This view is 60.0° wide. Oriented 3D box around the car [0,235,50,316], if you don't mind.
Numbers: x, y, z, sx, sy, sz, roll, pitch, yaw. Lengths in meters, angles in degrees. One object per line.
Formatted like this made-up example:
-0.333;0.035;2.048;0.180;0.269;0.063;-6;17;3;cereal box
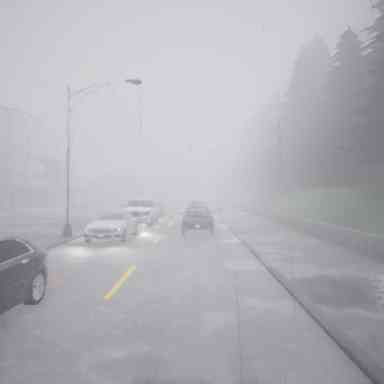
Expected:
-4.048;1.526;5.420;1.837;1.490;4.892;0;-1;1;car

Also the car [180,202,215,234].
0.333;1.619;20.063;2.128;1.511;4.902;0;0;1;car

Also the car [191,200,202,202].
0.636;1.782;44.230;1.837;1.490;4.892;0;-1;1;car

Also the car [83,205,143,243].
-3.897;1.616;16.643;1.812;1.442;4.674;0;0;1;car

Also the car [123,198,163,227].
-3.711;1.440;24.356;2.150;2.045;5.566;0;0;1;car

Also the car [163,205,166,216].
-3.636;1.740;32.851;2.033;1.411;5.357;0;0;1;car
